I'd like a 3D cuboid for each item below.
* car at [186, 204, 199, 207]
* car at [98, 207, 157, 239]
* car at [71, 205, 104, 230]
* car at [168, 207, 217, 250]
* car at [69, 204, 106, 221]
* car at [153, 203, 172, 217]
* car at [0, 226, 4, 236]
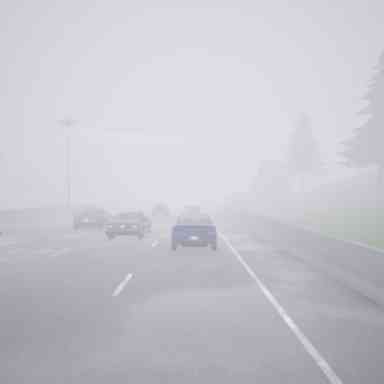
[{"bbox_3d":[0.074,1.982,34.113,2.033,1.411,5.357,0,-1,0],"label":"car"},{"bbox_3d":[-3.414,1.787,18.803,2.033,1.411,5.357,0,-1,0],"label":"car"},{"bbox_3d":[-6.918,1.868,23.813,1.994,1.385,4.181,0,-1,0],"label":"car"},{"bbox_3d":[0.089,1.673,15.359,1.882,1.535,5.008,0,-1,0],"label":"car"},{"bbox_3d":[-10.426,1.975,33.517,2.033,1.411,5.357,0,-1,0],"label":"car"},{"bbox_3d":[-3.429,1.985,37.553,1.837,1.490,4.892,0,0,0],"label":"car"},{"bbox_3d":[-10.410,1.730,14.259,2.033,1.411,5.357,0,-1,0],"label":"car"}]
